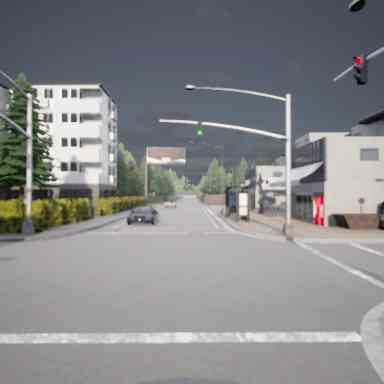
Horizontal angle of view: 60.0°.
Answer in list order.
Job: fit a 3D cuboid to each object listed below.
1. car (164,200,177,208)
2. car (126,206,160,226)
[{"bbox_3d":[-3.565,1.989,54.933,1.895,1.301,4.718,0,0,0],"label":"car"},{"bbox_3d":[-3.601,1.742,25.103,1.994,1.385,4.181,0,0,1],"label":"car"}]
